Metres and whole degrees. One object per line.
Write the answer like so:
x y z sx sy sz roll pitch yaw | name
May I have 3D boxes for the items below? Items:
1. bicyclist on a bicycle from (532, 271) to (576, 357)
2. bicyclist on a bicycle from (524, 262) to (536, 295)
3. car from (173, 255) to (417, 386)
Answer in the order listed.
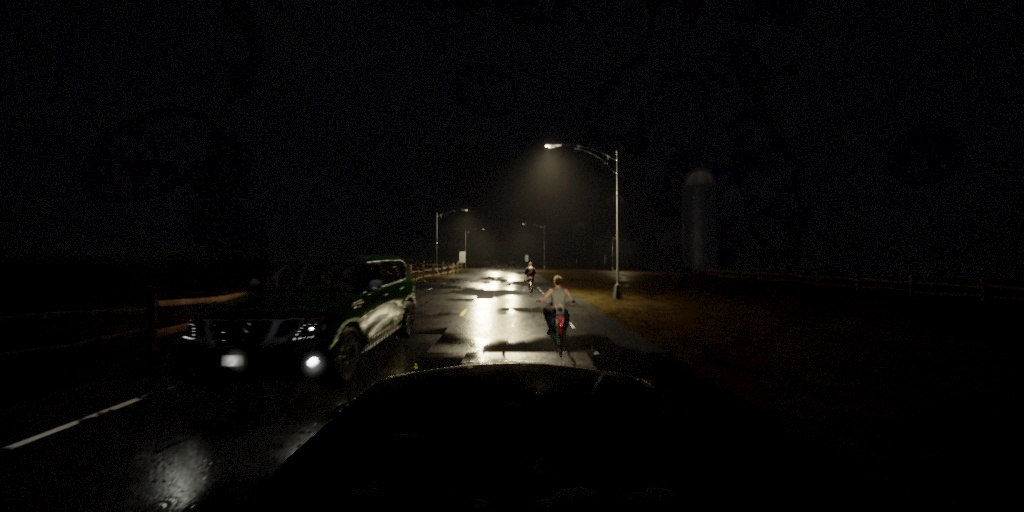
0.962 1.209 7.636 0.866 1.612 1.509 0 0 0 | bicyclist on a bicycle
0.963 1.203 18.915 0.659 1.776 1.843 0 0 0 | bicyclist on a bicycle
-3.601 0.990 7.378 2.150 2.045 5.566 0 0 0 | car
